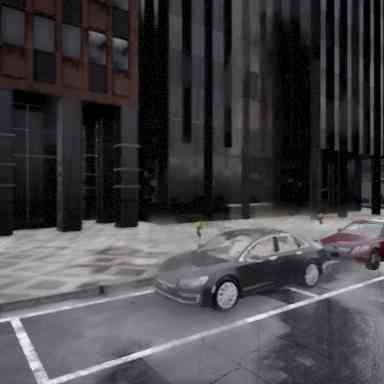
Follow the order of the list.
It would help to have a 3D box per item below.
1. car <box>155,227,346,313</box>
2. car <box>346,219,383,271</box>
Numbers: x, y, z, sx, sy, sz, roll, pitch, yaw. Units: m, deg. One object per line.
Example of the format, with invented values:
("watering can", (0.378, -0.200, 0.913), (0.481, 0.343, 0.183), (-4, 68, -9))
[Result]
("car", (1.265, 1.539, 7.551), (4.403, 1.369, 2.008), (0, 0, -36))
("car", (5.831, 1.559, 10.810), (4.206, 1.307, 1.802), (0, 0, -36))
